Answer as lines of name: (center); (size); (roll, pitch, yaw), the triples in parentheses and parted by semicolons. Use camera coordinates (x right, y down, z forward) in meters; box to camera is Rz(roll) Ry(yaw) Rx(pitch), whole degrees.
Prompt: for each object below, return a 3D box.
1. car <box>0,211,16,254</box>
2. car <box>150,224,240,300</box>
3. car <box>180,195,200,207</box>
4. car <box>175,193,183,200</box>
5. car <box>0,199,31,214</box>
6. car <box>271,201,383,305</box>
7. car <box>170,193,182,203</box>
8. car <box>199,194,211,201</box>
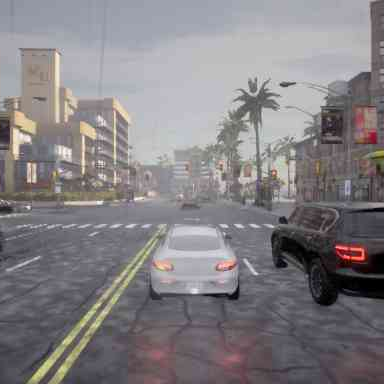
car: (-7.096, 1.505, 9.047); (1.837, 1.490, 4.892); (0, 0, 0)
car: (0.061, 1.526, 8.289); (1.812, 1.442, 4.674); (0, 0, 0)
car: (-0.276, 1.564, 51.579); (1.994, 1.385, 4.181); (0, 0, 6)
car: (-3.599, 1.225, 91.812); (2.150, 2.045, 5.566); (0, 0, 0)
car: (-19.550, 1.492, 34.788); (4.902, 1.511, 2.128); (0, 0, -2)
car: (3.559, 1.221, 8.232); (2.150, 2.045, 5.566); (0, 0, 0)
car: (-3.574, 1.553, 71.265); (1.994, 1.385, 4.181); (0, 0, 0)
car: (3.416, 1.355, 80.559); (2.097, 1.767, 4.553); (0, 0, 0)
